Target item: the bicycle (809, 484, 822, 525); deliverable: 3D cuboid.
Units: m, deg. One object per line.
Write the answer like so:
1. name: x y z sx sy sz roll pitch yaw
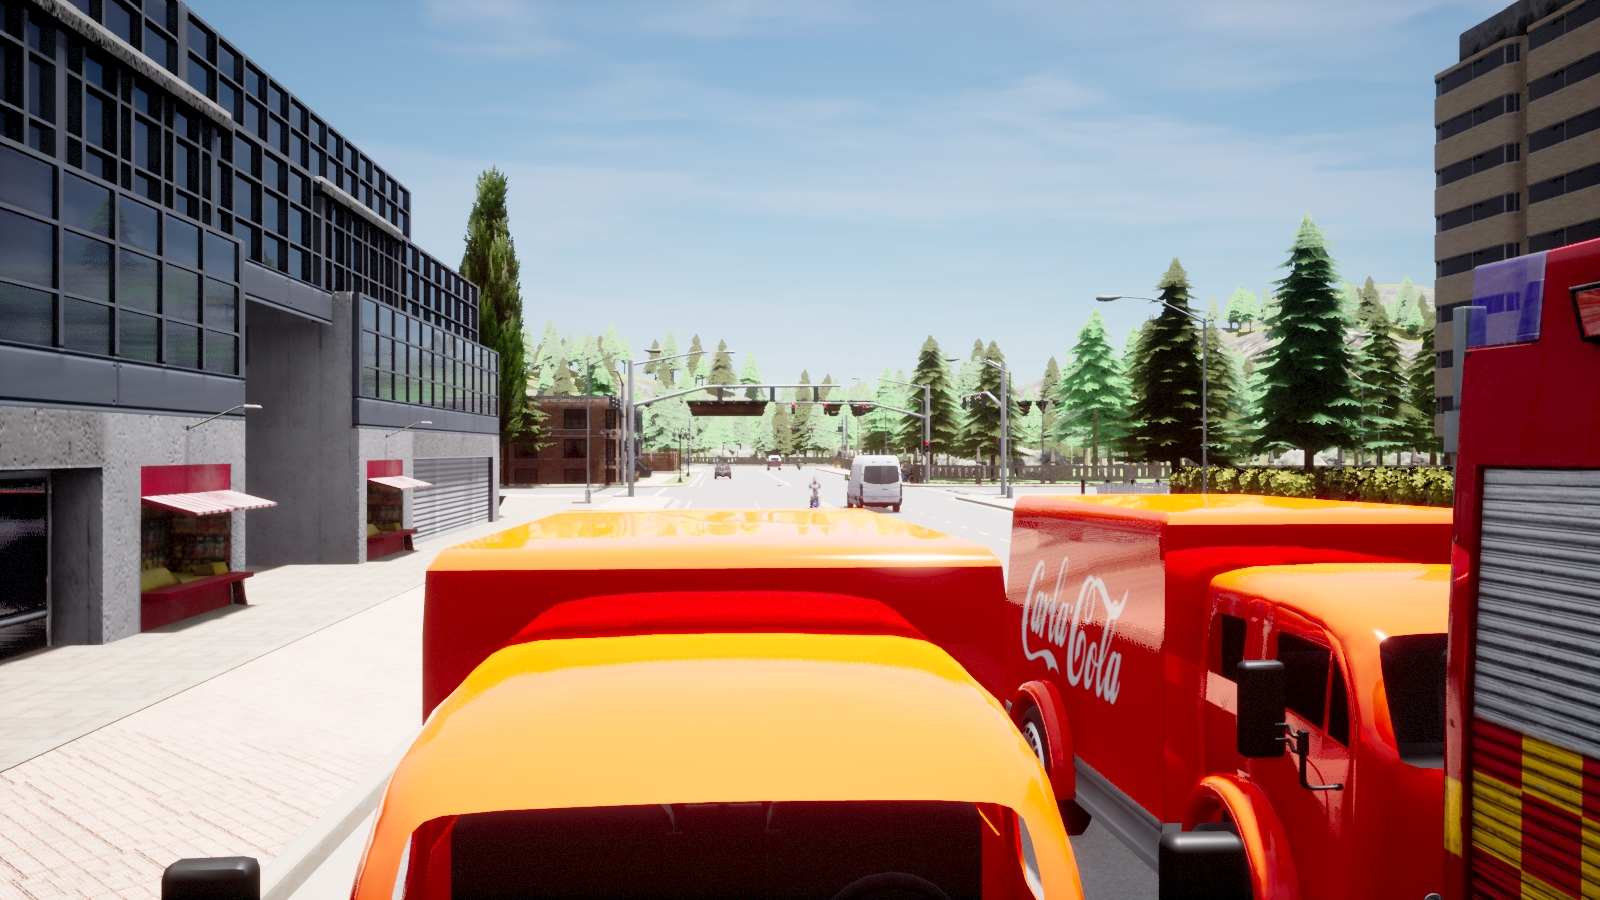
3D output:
1. bicycle: 0.573 2.056 43.340 0.373 1.496 1.643 0 0 -4

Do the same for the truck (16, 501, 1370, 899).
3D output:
1. truck: -0.347 1.568 4.821 2.627 2.467 5.204 0 0 -4

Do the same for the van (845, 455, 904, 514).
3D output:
1. van: 3.411 1.534 53.444 1.988 2.561 5.915 0 0 -4

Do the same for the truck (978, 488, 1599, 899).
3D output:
1. truck: 3.003 1.568 7.234 2.627 2.467 5.204 0 0 -4
